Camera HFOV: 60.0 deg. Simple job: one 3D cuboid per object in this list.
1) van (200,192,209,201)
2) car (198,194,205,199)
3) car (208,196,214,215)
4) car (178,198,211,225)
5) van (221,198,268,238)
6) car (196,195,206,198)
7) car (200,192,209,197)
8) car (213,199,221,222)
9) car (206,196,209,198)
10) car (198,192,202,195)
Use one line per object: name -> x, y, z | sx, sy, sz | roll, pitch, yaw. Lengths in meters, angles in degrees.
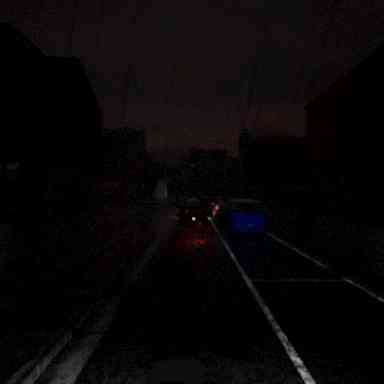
van -> 2.677, 1.003, 71.315 | 1.690, 1.788, 3.998 | 1, 0, 0
car -> 2.683, 1.187, 93.329 | 1.802, 1.307, 4.206 | 1, 0, 0
car -> 2.659, 1.282, 27.921 | 1.967, 1.590, 4.097 | 1, 0, 0
car -> 0.107, 1.373, 22.738 | 1.837, 1.490, 4.892 | 0, 0, 0
van -> 2.656, 1.241, 16.840 | 1.690, 1.788, 3.998 | 1, 0, 0
car -> 0.117, 1.342, 33.087 | 1.812, 1.442, 4.674 | 0, 0, 0
car -> 2.672, 1.224, 60.478 | 1.752, 1.417, 4.829 | 1, 0, 0
car -> 2.656, 1.395, 22.552 | 1.752, 1.417, 4.829 | 1, 0, 0
car -> 2.660, 1.359, 33.463 | 1.887, 1.381, 4.507 | 1, 0, 0
car -> 2.675, 1.120, 65.811 | 1.967, 1.590, 4.097 | 1, 0, 0
